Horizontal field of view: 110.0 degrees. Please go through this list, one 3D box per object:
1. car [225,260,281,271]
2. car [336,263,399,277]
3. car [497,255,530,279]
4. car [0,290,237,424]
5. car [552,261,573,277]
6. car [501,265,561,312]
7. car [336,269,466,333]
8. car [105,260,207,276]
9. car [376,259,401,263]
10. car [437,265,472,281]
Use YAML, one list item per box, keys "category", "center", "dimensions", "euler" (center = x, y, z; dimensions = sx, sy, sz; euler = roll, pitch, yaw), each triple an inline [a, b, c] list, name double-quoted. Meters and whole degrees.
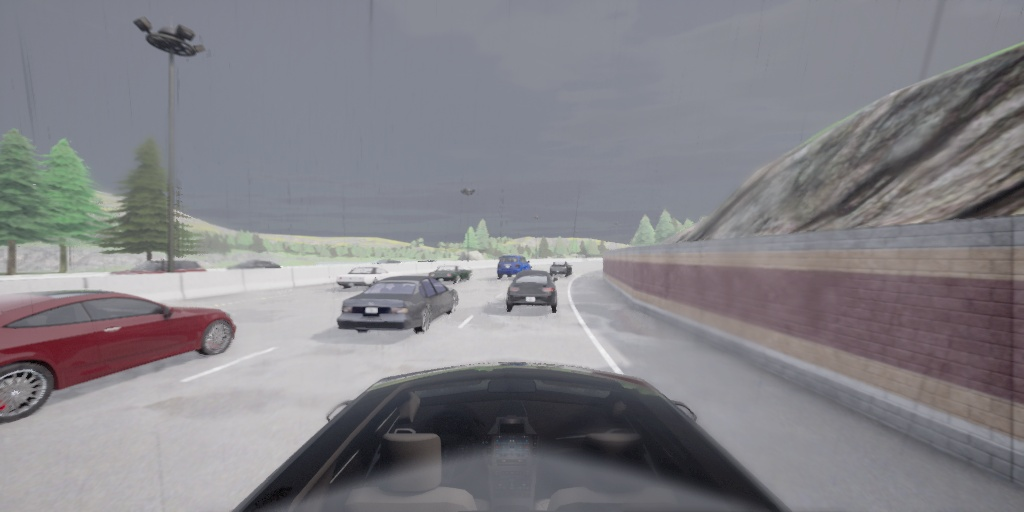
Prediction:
- category: "car"
  center: [-24.489, 1.172, 34.073]
  dimensions: [1.837, 1.490, 4.892]
  euler: [0, 0, 12]
- category: "car"
  center: [-8.706, 1.321, 22.340]
  dimensions: [1.895, 1.301, 4.718]
  euler: [0, 0, 8]
- category: "car"
  center: [0.247, 0.971, 31.763]
  dimensions: [2.150, 2.045, 5.566]
  euler: [0, 0, 13]
- category: "car"
  center: [-6.755, 1.253, 5.588]
  dimensions: [1.812, 1.442, 4.674]
  euler: [0, 0, 2]
- category: "car"
  center: [4.935, 1.257, 35.866]
  dimensions: [2.128, 1.511, 4.902]
  euler: [0, 0, 15]
- category: "car"
  center: [0.845, 1.278, 14.248]
  dimensions: [1.812, 1.442, 4.674]
  euler: [0, 0, 6]
- category: "car"
  center: [-3.011, 1.287, 10.669]
  dimensions: [2.033, 1.411, 5.357]
  euler: [0, 0, 4]
- category: "car"
  center: [-19.770, 1.035, 20.071]
  dimensions: [2.097, 1.767, 4.553]
  euler: [0, 0, 8]
- category: "car"
  center: [-17.063, 1.169, 48.389]
  dimensions: [1.882, 1.535, 5.008]
  euler: [0, 0, 18]
- category: "car"
  center: [-4.433, 1.335, 26.580]
  dimensions: [1.895, 1.301, 4.718]
  euler: [0, 0, 10]
